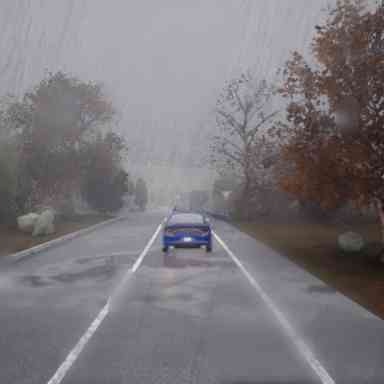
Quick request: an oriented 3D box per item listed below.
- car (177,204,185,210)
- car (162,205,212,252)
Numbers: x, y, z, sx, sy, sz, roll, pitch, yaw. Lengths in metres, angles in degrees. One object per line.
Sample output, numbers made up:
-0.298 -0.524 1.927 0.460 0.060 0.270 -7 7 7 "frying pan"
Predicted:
-2.522 3.430 77.214 1.812 1.442 4.674 0 -2 -2 "car"
-0.240 1.557 14.299 1.882 1.535 5.008 0 0 -2 "car"
